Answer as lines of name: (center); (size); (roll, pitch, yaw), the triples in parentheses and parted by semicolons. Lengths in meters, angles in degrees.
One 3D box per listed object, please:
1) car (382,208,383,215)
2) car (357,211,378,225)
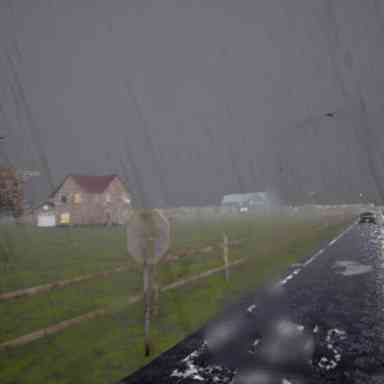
car: (40.562, 4.038, 68.825); (1.837, 1.490, 4.892); (-5, -4, 29)
car: (20.776, 3.061, 39.341); (1.837, 1.490, 4.892); (-5, -4, 29)
